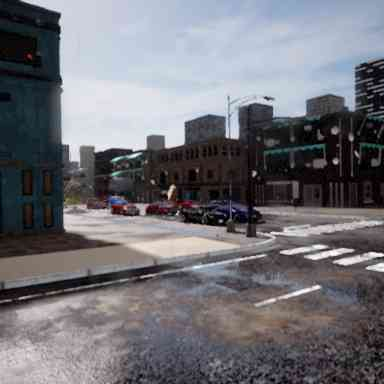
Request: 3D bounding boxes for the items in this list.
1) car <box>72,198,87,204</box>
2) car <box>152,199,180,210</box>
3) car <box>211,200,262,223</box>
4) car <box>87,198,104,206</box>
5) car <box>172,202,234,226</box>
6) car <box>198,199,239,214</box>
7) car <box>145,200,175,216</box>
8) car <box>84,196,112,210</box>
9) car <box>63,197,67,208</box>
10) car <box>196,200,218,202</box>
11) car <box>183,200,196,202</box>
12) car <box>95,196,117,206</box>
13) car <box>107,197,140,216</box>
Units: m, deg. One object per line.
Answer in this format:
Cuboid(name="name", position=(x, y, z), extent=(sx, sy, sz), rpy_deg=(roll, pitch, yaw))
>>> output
Cuboid(name="car", position=(-26.054, 2.112, 76.913), extent=(1.947, 1.339, 4.313), rpy_deg=(-2, 1, -35))
Cuboid(name="car", position=(-3.607, 1.714, 45.330), extent=(1.802, 1.307, 4.206), rpy_deg=(-2, 1, -35))
Cuboid(name="car", position=(3.331, 1.588, 25.583), extent=(1.994, 1.385, 4.181), rpy_deg=(-1, 0, -36))
Cuboid(name="car", position=(-19.641, 1.976, 67.889), extent=(1.887, 1.381, 4.507), rpy_deg=(-2, 1, -35))
Cuboid(name="car", position=(0.710, 1.655, 24.581), extent=(1.947, 1.339, 4.313), rpy_deg=(-2, 1, -35))
Cuboid(name="car", position=(2.804, 1.558, 36.306), extent=(2.008, 1.369, 4.403), rpy_deg=(-2, 1, -35))
Cuboid(name="car", position=(-3.253, 1.719, 34.849), extent=(1.994, 1.385, 4.181), rpy_deg=(-1, 0, -36))
Cuboid(name="car", position=(-14.398, 1.719, 50.633), extent=(2.097, 1.767, 4.553), rpy_deg=(-1, 0, -35))
Cuboid(name="car", position=(-23.165, 2.071, 58.382), extent=(1.752, 1.417, 4.829), rpy_deg=(-2, 1, -35))
Cuboid(name="car", position=(2.760, 1.546, 31.922), extent=(1.812, 1.442, 4.674), rpy_deg=(-1, 0, -35))
Cuboid(name="car", position=(-0.402, 1.652, 40.819), extent=(1.802, 1.307, 4.206), rpy_deg=(-2, 1, -35))
Cuboid(name="car", position=(-16.442, 1.688, 63.375), extent=(2.192, 1.841, 5.009), rpy_deg=(-2, 1, -35))
Cuboid(name="car", position=(-7.234, 1.685, 35.961), extent=(1.967, 1.590, 4.097), rpy_deg=(-2, 1, -35))
